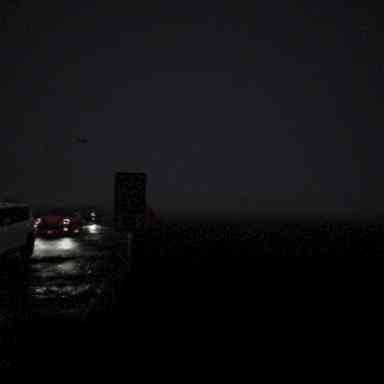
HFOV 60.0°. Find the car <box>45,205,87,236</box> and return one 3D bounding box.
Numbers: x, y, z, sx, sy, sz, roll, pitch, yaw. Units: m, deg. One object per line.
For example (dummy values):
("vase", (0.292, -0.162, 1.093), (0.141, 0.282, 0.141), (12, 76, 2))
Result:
("car", (-8.326, 1.738, 21.041), (2.097, 1.767, 4.553), (1, -1, -8))

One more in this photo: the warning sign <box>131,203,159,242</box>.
("warning sign", (-2.359, 1.508, 16.685), (1.300, 1.860, 1.060), (2, -1, -8))

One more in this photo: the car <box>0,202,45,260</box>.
("car", (-6.917, 1.377, 10.928), (2.150, 2.045, 5.566), (1, -1, -8))

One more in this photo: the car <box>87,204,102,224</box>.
("car", (-9.698, 1.961, 30.993), (2.097, 1.767, 4.553), (1, -1, -8))
